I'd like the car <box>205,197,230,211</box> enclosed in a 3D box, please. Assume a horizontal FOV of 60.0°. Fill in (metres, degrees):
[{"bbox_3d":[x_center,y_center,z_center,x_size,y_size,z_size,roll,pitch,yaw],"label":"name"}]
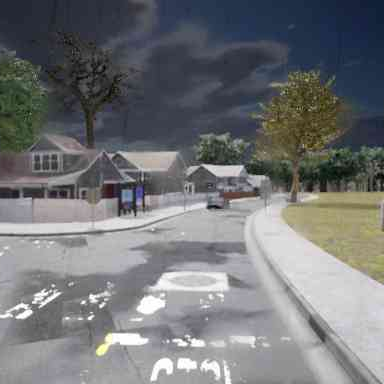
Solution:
[{"bbox_3d":[2.985,1.298,36.984,2.033,1.411,5.357,1,1,17],"label":"car"}]
